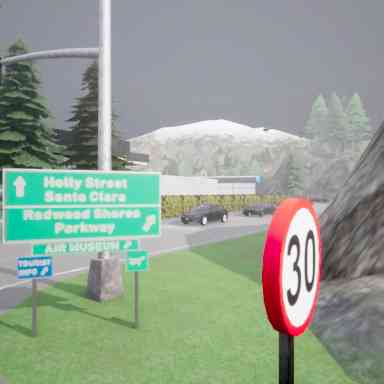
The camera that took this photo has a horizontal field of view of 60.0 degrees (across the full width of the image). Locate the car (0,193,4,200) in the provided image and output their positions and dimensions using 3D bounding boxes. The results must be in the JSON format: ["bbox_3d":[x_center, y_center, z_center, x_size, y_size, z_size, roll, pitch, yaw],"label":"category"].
[{"bbox_3d":[-38.569,1.489,69.983,4.514,1.523,2.007,0,0,35],"label":"car"}]

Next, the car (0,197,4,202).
[{"bbox_3d":[-12.360,1.504,26.044,1.905,1.878,3.866,0,0,35],"label":"car"}]

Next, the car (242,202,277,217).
[{"bbox_3d":[7.121,1.739,34.250,2.033,1.411,5.357,0,0,36],"label":"car"}]

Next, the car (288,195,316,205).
[{"bbox_3d":[13.952,1.414,43.547,2.150,2.045,5.566,0,0,36],"label":"car"}]

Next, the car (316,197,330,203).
[{"bbox_3d":[28.281,1.787,74.896,1.895,1.301,4.718,0,0,-42],"label":"car"}]

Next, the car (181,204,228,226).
[{"bbox_3d":[1.066,1.696,25.929,1.837,1.490,4.892,0,0,36],"label":"car"}]
